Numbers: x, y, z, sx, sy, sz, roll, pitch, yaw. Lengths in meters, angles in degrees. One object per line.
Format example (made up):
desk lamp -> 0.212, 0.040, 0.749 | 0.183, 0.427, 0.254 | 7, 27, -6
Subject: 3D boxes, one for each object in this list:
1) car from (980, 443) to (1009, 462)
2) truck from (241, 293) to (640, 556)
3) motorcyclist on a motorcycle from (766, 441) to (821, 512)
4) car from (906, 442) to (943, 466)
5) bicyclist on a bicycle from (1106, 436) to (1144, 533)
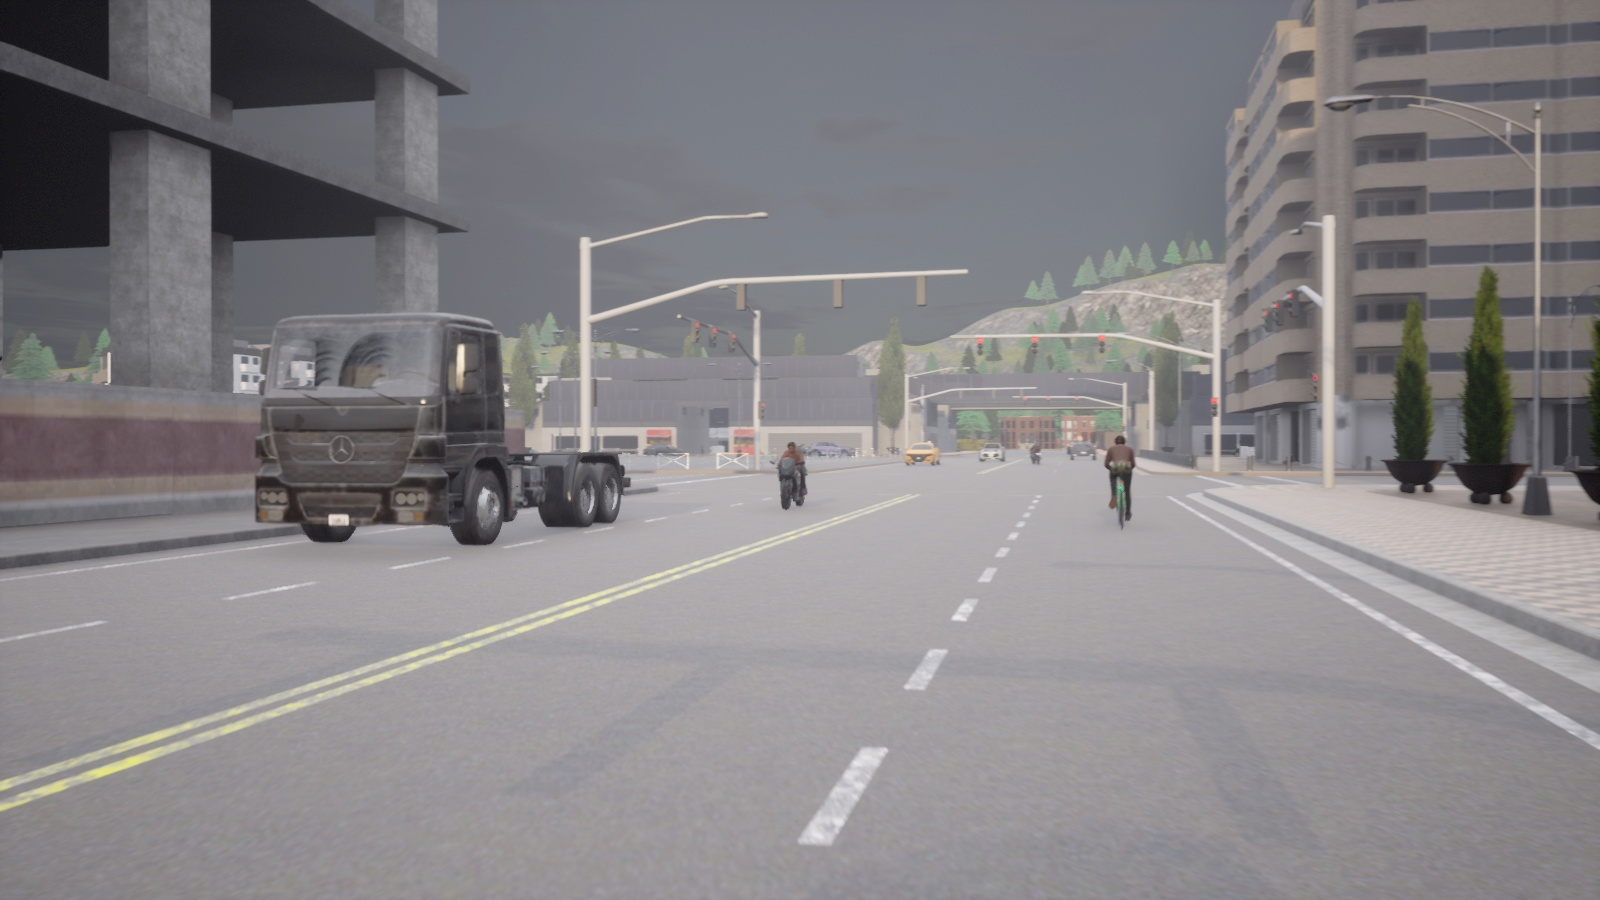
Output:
car -> 15.198, 0.174, 97.990 | 1.970, 1.475, 3.806 | 0, 0, 12
truck -> -5.363, -0.354, 20.690 | 2.891, 3.462, 7.936 | 0, 0, 12
motorcyclist on a motorcycle -> -0.132, 0.571, 28.197 | 0.797, 1.523, 2.044 | 0, 0, 12
car -> 8.238, 0.268, 82.618 | 1.882, 1.535, 5.008 | 0, 0, 12
bicyclist on a bicycle -> 5.664, 0.580, 21.954 | 0.582, 1.620, 1.656 | 0, 0, 12
